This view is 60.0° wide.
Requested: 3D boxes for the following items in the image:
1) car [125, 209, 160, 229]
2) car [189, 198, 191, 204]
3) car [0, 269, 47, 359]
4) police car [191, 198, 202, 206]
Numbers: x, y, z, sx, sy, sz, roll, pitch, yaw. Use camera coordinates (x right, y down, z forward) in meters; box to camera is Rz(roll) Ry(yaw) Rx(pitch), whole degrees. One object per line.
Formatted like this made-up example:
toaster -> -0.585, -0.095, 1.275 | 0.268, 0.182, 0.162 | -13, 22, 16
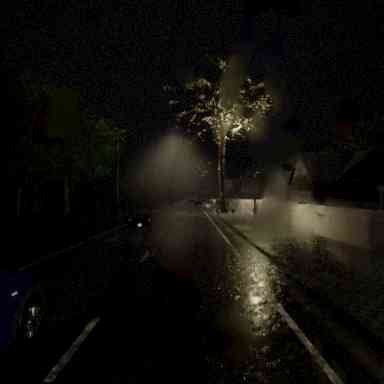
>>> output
car -> -3.379, 1.870, 23.741 | 1.895, 1.301, 4.718 | 0, -1, 0
car -> 0.082, 2.498, 92.994 | 1.837, 1.490, 4.892 | 0, -1, 0
car -> -3.396, 1.393, 3.560 | 2.097, 1.767, 4.553 | 0, -1, 0
police car -> 1.290, 2.312, 74.461 | 1.930, 1.638, 5.238 | 0, -1, 0
